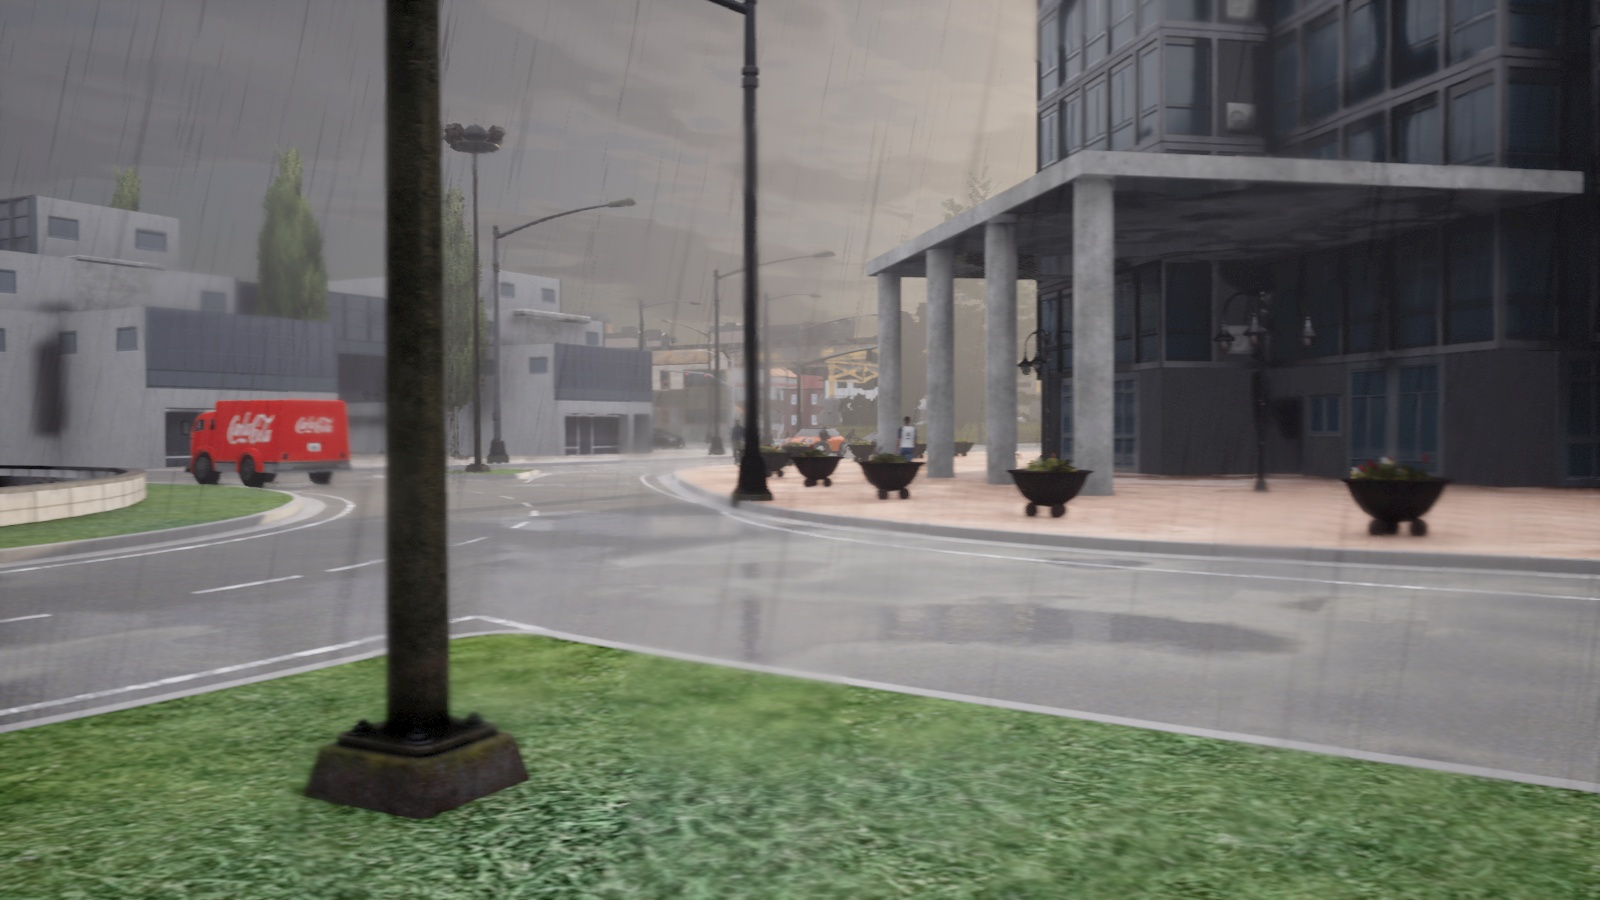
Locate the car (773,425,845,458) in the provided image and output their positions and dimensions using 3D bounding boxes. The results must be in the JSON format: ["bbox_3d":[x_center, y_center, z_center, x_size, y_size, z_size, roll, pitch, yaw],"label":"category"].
[{"bbox_3d":[0.533,-0.473,69.681,2.097,1.767,4.553,1,1,29],"label":"car"}]

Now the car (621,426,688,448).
[{"bbox_3d":[-11.041,-1.011,95.401,4.611,1.667,2.242,1,1,28],"label":"car"}]

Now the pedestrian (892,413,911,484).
[{"bbox_3d":[2.682,-0.046,33.181,0.354,1.836,0.706,0,1,-5],"label":"pedestrian"}]

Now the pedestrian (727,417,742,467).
[{"bbox_3d":[-2.463,-0.309,47.081,0.370,1.835,0.726,0,1,14],"label":"pedestrian"}]

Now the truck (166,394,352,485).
[{"bbox_3d":[-15.794,-0.325,36.571,5.204,2.467,2.627,1,1,35],"label":"truck"}]

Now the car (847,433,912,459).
[{"bbox_3d":[4.432,-0.251,69.537,1.994,1.385,4.181,1,1,29],"label":"car"}]
